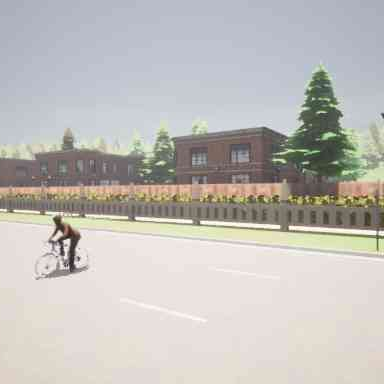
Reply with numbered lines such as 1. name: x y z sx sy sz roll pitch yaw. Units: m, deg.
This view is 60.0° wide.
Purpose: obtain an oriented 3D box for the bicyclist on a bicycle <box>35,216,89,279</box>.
1. bicyclist on a bicycle: -3.509 1.455 9.064 0.582 1.620 1.656 0 2 34
